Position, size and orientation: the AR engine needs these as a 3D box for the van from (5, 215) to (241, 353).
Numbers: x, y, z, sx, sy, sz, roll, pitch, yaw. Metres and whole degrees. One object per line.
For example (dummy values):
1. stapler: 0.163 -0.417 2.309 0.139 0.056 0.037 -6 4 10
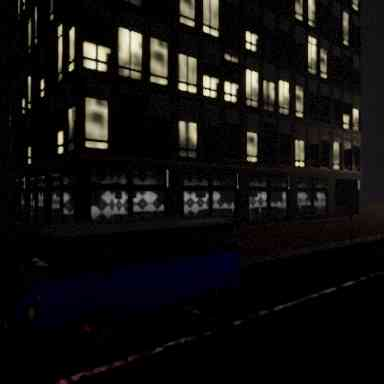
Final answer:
1. van: -0.939 1.367 5.946 3.998 1.788 1.690 0 0 -38
